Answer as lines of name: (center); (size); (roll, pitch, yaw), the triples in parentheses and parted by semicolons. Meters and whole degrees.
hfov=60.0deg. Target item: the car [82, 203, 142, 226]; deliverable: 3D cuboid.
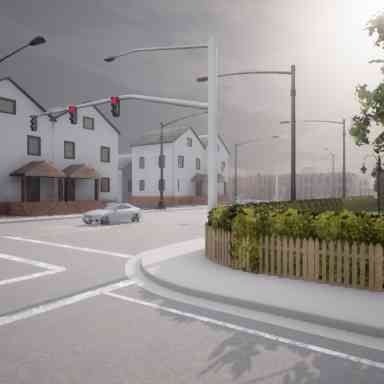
car: (-5.570, 1.526, 23.745); (1.812, 1.442, 4.674); (0, 0, 35)

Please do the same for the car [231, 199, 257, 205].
car: (6.484, 1.547, 41.191); (2.033, 1.411, 5.357); (0, 0, 35)
